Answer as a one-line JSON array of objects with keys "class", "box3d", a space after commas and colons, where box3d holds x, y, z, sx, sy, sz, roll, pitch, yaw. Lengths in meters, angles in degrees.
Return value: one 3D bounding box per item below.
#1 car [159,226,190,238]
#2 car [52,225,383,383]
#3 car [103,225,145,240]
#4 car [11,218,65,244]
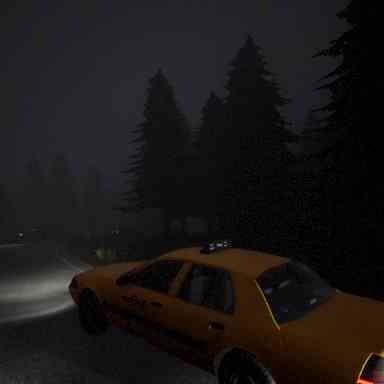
[{"class": "car", "box3d": [-2.308, 5.544, 46.271, 1.882, 1.535, 5.008, -5, -8, 30]}, {"class": "car", "box3d": [0.133, 1.441, 4.744, 5.366, 1.575, 1.801, 0, 1, 43]}, {"class": "car", "box3d": [-7.430, 4.510, 36.965, 2.033, 1.411, 5.357, -4, -8, 20]}, {"class": "car", "box3d": [-12.738, 3.226, 28.140, 2.150, 2.045, 5.566, -4, -7, 7]}]
